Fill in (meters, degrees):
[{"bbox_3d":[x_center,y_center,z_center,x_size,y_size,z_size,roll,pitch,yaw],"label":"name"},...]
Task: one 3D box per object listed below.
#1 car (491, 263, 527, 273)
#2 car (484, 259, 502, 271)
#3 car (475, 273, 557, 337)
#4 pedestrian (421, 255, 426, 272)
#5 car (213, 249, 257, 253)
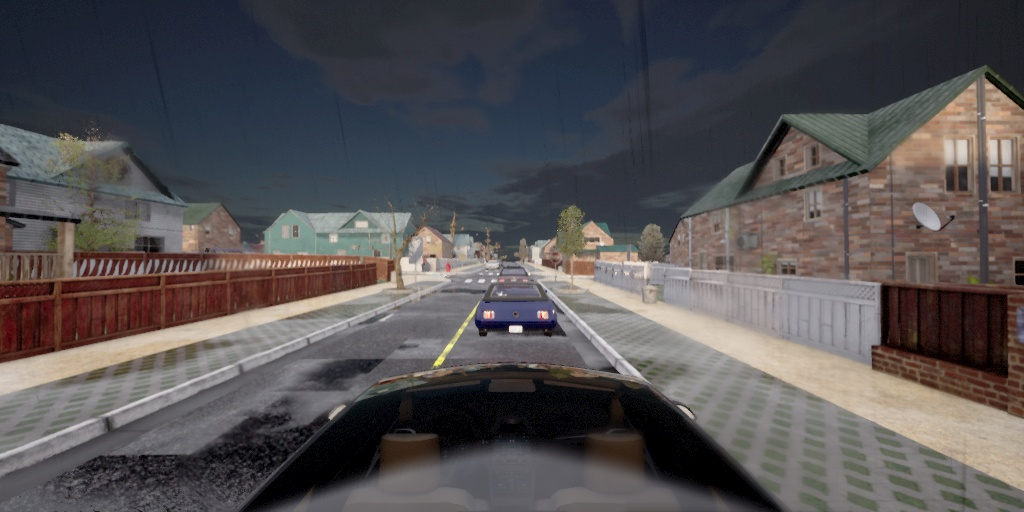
[{"bbox_3d":[0.091,1.301,20.549,2.033,1.411,5.357,0,0,0],"label":"car"},{"bbox_3d":[-2.814,1.327,51.904,1.812,1.442,4.674,0,0,0],"label":"car"},{"bbox_3d":[0.096,1.349,10.239,1.895,1.301,4.718,0,0,0],"label":"car"},{"bbox_3d":[-9.611,0.794,38.793,0.375,1.860,0.375,0,-2,0],"label":"pedestrian"},{"bbox_3d":[-24.690,0.439,32.944,5.566,2.045,2.150,1,-1,0],"label":"car"}]
